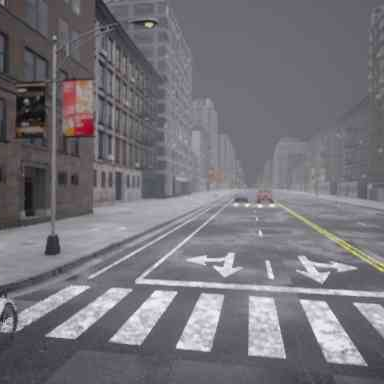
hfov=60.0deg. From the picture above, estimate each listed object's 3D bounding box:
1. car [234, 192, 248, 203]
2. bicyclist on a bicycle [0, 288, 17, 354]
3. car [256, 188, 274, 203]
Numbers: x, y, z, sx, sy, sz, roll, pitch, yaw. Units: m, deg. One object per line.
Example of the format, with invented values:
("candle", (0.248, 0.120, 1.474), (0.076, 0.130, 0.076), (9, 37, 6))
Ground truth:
("car", (7.058, 0.721, 47.500), (1.882, 1.535, 5.008), (1, 1, 10))
("bicyclist on a bicycle", (-2.710, 1.344, 3.884), (0.659, 1.776, 1.843), (-1, 2, 10))
("car", (10.258, 0.494, 46.918), (2.150, 2.045, 5.566), (1, 1, 10))
